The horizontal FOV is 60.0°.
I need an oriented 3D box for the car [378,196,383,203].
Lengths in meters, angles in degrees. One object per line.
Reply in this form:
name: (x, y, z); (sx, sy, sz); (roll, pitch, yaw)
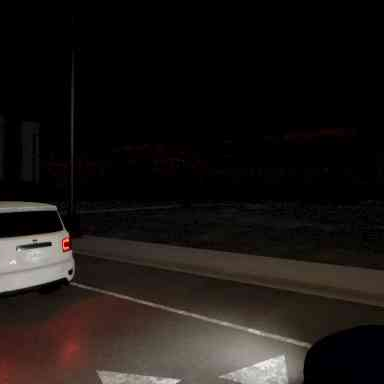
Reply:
car: (39.916, 1.527, 67.905); (2.038, 1.542, 4.974); (1, 1, 6)

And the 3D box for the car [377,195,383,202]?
car: (39.923, 1.369, 67.954); (1.853, 1.218, 4.536); (1, 1, 6)

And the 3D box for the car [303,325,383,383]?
car: (3.010, 1.516, 1.840); (4.674, 1.442, 1.812); (0, 0, 35)

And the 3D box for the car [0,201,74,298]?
car: (-5.028, 1.220, 7.571); (5.566, 2.045, 2.150); (0, 0, 35)
